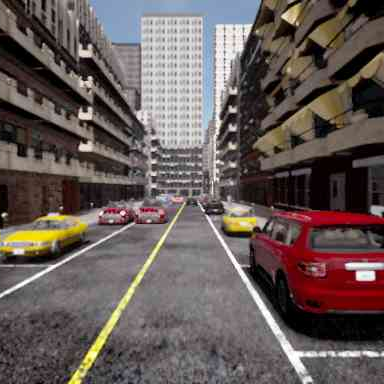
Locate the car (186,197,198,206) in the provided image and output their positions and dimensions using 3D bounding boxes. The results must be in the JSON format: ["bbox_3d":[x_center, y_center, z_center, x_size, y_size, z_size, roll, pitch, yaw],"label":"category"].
[{"bbox_3d":[-0.023,1.481,53.228,1.812,1.442,4.674,0,0,0],"label":"car"}]

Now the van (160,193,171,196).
[{"bbox_3d":[-5.354,1.287,62.744,1.690,1.788,3.998,-1,0,0],"label":"van"}]

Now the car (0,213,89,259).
[{"bbox_3d":[-5.330,1.515,12.631,1.752,1.417,4.829,-1,0,0],"label":"car"}]

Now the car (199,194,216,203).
[{"bbox_3d":[2.533,1.277,46.119,2.192,1.841,5.009,-1,0,0],"label":"car"}]

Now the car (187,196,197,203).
[{"bbox_3d":[-0.028,1.559,66.710,1.895,1.301,4.718,0,0,0],"label":"car"}]

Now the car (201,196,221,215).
[{"bbox_3d":[2.215,1.477,33.715,1.837,1.490,4.892,0,0,0],"label":"car"}]

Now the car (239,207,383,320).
[{"bbox_3d":[2.550,1.310,7.277,2.192,1.841,5.009,-1,0,0],"label":"car"}]

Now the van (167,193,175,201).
[{"bbox_3d":[-5.363,1.264,84.940,1.690,1.788,3.998,-1,0,0],"label":"van"}]

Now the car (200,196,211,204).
[{"bbox_3d":[2.529,1.471,62.937,1.752,1.417,4.829,-1,0,0],"label":"car"}]

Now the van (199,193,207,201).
[{"bbox_3d":[2.519,1.270,79.414,1.690,1.788,3.998,-1,0,0],"label":"van"}]

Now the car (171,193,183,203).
[{"bbox_3d":[-2.788,1.294,65.762,2.097,1.767,4.553,0,0,0],"label":"car"}]

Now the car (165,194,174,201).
[{"bbox_3d":[-5.360,1.369,79.391,1.967,1.590,4.097,-1,0,0],"label":"car"}]

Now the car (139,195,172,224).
[{"bbox_3d":[-2.859,1.333,24.334,2.097,1.767,4.553,0,0,0],"label":"car"}]

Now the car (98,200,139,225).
[{"bbox_3d":[-5.336,1.421,23.899,1.967,1.590,4.097,-1,0,0],"label":"car"}]

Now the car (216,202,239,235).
[{"bbox_3d":[2.548,1.511,18.544,1.752,1.417,4.829,-1,0,0],"label":"car"}]

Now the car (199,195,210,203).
[{"bbox_3d":[2.525,1.381,68.315,1.967,1.590,4.097,-1,0,0],"label":"car"}]

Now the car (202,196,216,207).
[{"bbox_3d":[2.532,1.397,51.668,1.967,1.590,4.097,-1,0,0],"label":"car"}]
